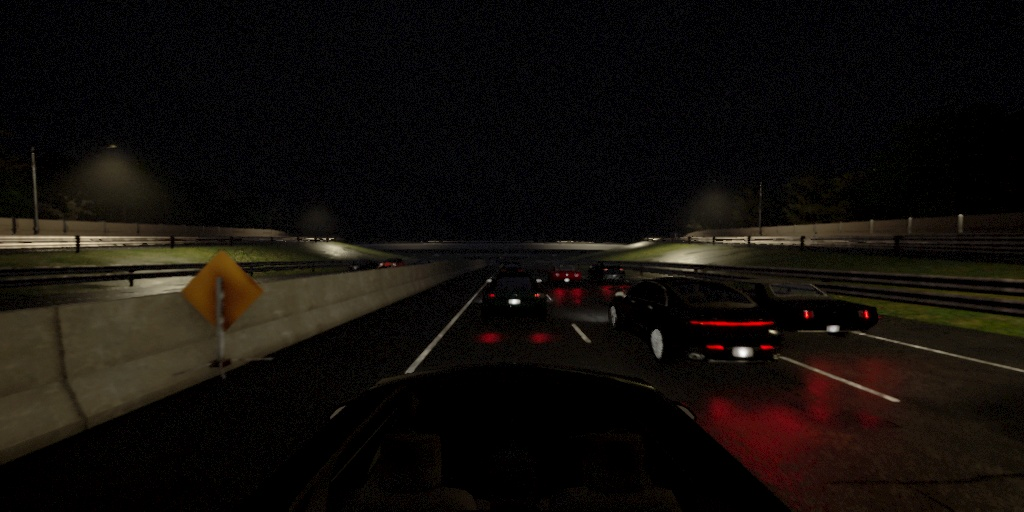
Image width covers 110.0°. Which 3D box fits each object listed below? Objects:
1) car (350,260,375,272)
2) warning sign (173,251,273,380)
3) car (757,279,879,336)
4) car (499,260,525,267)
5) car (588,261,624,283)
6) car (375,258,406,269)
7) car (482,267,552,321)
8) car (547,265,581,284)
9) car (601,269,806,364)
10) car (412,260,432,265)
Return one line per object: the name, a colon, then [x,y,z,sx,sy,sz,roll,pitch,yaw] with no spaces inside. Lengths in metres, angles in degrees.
car: [-17.769,1.182,43.205,2.128,1.511,4.902,0,0,0]
warning sign: [-4.552,0.842,5.608,1.300,1.860,1.060,0,0,0]
car: [7.069,1.301,10.103,1.895,1.301,4.718,0,0,0]
car: [0.001,1.179,28.023,1.812,1.442,4.674,0,0,0]
car: [7.011,1.145,26.987,2.128,1.511,4.902,0,0,0]
car: [-14.270,1.039,42.959,2.097,1.767,4.553,0,0,0]
car: [0.069,1.254,12.176,1.994,1.385,4.181,0,0,0]
car: [3.515,1.256,25.201,1.895,1.301,4.718,0,0,0]
car: [3.564,1.218,7.953,1.837,1.490,4.892,0,0,0]
car: [-10.773,1.181,43.315,2.128,1.511,4.902,0,0,0]
